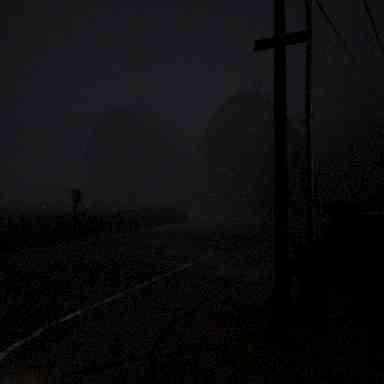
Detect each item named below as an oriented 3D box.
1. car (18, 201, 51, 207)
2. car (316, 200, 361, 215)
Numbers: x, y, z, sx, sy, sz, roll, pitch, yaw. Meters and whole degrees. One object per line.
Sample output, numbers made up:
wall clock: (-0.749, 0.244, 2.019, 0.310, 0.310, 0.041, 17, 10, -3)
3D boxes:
car: (-21.027, 1.928, 44.356, 4.892, 1.490, 1.837, -1, -1, 23)
car: (14.276, 1.517, 32.252, 4.902, 1.511, 2.128, -1, 0, -27)
